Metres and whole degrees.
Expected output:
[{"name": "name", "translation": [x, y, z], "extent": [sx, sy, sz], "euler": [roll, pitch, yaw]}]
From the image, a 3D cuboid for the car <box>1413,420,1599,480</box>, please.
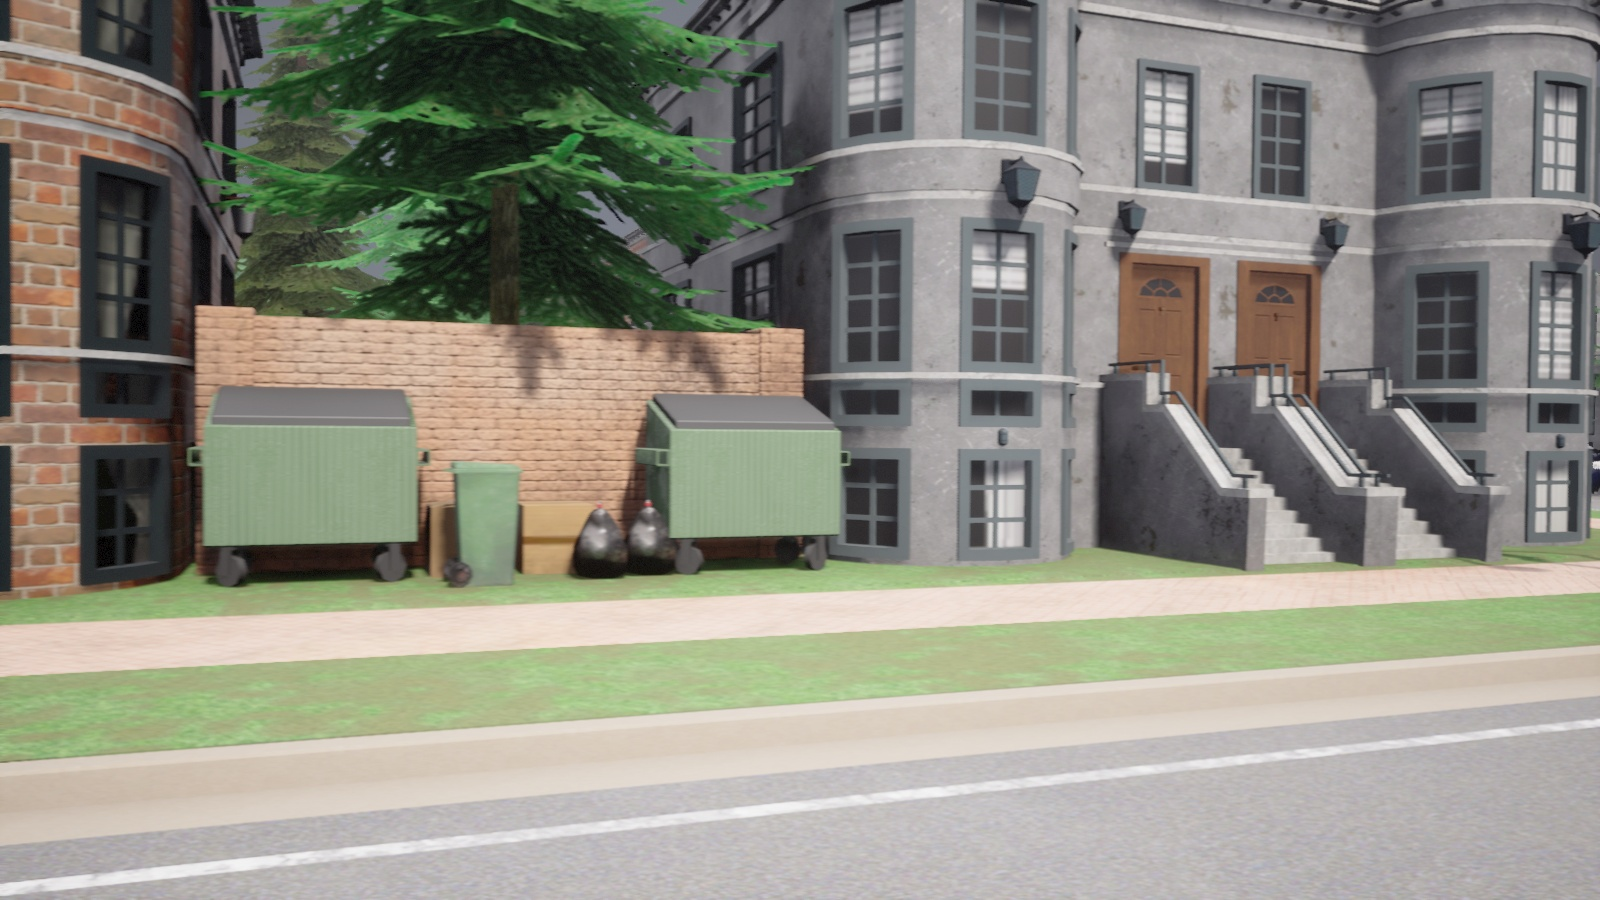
[{"name": "car", "translation": [19.223, -0.045, 33.766], "extent": [2.163, 1.488, 4.792], "euler": [-1, 1, -19]}]
